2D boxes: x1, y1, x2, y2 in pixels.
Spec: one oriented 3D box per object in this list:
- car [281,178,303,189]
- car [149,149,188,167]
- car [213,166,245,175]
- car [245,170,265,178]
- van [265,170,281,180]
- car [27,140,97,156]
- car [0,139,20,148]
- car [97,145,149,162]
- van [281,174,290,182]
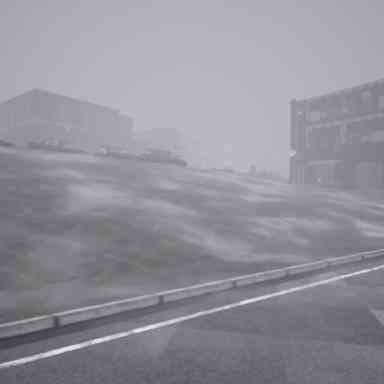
[{"bbox_3d":[18.298,-1.508,60.629,2.163,1.488,4.792,1,-3,37],"label":"car"},{"bbox_3d":[-2.847,-3.278,35.038,2.435,2.045,5.566,0,-1,44],"label":"car"},{"bbox_3d":[4.494,-2.575,43.267,2.002,1.452,4.674,1,-2,41],"label":"car"},{"bbox_3d":[8.061,-2.337,47.503,2.002,1.452,4.674,1,-2,40],"label":"car"},{"bbox_3d":[11.654,-2.336,51.899,1.878,1.987,4.442,1,-2,39],"label":"van"},{"bbox_3d":[-10.698,-3.356,26.982,4.892,1.521,2.231,2,-1,-44],"label":"car"},{"bbox_3d":[-14.602,-3.448,23.221,4.674,1.452,2.002,2,-1,-43],"label":"car"},{"bbox_3d":[-6.727,-3.328,30.984,2.185,1.767,4.553,0,-1,45],"label":"car"},{"bbox_3d":[15.044,-2.054,56.270,1.878,1.987,4.442,1,-3,38],"label":"van"}]
